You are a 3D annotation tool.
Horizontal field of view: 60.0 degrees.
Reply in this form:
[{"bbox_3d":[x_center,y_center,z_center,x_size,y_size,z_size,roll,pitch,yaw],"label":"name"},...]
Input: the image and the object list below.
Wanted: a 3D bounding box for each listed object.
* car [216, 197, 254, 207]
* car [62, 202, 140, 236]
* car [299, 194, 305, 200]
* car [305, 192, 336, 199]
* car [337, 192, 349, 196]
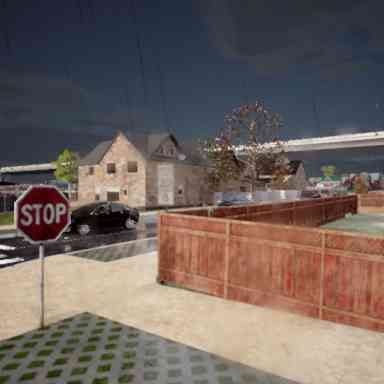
[{"bbox_3d":[3.775,1.136,28.837,1.994,1.385,4.181,0,1,37],"label":"car"},{"bbox_3d":[-4.890,1.304,17.254,1.837,1.490,4.892,0,1,37],"label":"car"},{"bbox_3d":[16.143,0.768,45.223,1.812,1.442,4.674,0,1,37],"label":"car"},{"bbox_3d":[15.388,0.837,39.541,1.812,1.442,4.674,0,1,37],"label":"car"},{"bbox_3d":[21.478,0.690,47.760,2.033,1.411,5.357,0,1,37],"label":"car"}]
